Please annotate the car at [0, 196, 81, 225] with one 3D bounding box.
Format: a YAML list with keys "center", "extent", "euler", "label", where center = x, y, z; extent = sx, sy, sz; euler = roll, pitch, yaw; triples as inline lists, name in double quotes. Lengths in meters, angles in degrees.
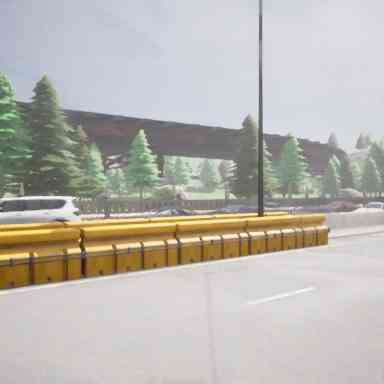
- center: [-8.058, 1.220, 15.438]
  extent: [5.566, 2.045, 2.150]
  euler: [0, 0, -34]
  label: "car"

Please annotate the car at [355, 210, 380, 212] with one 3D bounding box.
- center: [14.184, 1.525, 25.552]
  extent: [4.674, 1.442, 1.812]
  euler: [0, 0, -33]
  label: "car"

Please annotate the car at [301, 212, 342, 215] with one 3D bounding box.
- center: [7.254, 1.564, 21.183]
  extent: [4.181, 1.385, 1.994]
  euler: [0, 0, -34]
  label: "car"

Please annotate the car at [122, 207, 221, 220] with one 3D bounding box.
- center: [-1.382, 1.492, 15.588]
  extent: [4.902, 1.511, 2.128]
  euler: [0, 0, -33]
  label: "car"

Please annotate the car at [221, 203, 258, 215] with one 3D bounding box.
- center: [3.163, 1.547, 22.700]
  extent: [5.357, 1.411, 2.033]
  euler: [0, 0, -33]
  label: "car"

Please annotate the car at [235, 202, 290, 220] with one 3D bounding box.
- center: [6.113, 1.600, 28.715]
  extent: [4.718, 1.301, 1.895]
  euler: [0, 0, -32]
  label: "car"
